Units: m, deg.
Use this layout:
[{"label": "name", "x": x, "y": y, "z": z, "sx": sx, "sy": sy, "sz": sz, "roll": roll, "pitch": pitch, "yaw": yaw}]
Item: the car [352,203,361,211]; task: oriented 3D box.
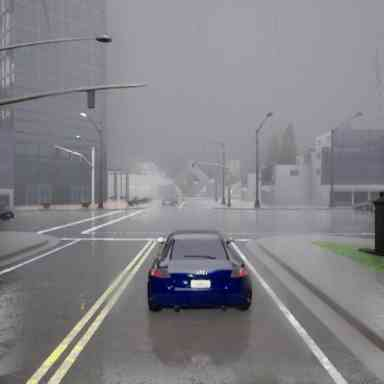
[{"label": "car", "x": 20.375, "y": 1.461, "z": 37.164, "sx": 4.674, "sy": 1.442, "sz": 1.812, "roll": 0, "pitch": 0, "yaw": 0}]

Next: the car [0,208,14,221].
[{"label": "car", "x": -16.385, "y": 1.660, "z": 26.190, "sx": 4.181, "sy": 1.385, "sz": 1.994, "roll": -1, "pitch": 0, "yaw": 0}]

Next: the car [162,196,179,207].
[{"label": "car", "x": -3.565, "y": 1.468, "z": 51.251, "sx": 2.128, "sy": 1.511, "sz": 4.902, "roll": 0, "pitch": 0, "yaw": 0}]

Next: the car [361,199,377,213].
[{"label": "car", "x": 20.209, "y": 1.538, "z": 33.673, "sx": 4.718, "sy": 1.301, "sz": 1.895, "roll": 0, "pitch": 0, "yaw": 1}]

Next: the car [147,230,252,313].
[{"label": "car", "x": 0.091, "y": 1.560, "z": 7.774, "sx": 1.994, "sy": 1.385, "sz": 4.181, "roll": 0, "pitch": 0, "yaw": -2}]

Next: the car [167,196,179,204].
[{"label": "car", "x": -3.515, "y": 1.476, "z": 61.651, "sx": 1.837, "sy": 1.490, "sz": 4.892, "roll": 0, "pitch": 0, "yaw": 1}]
